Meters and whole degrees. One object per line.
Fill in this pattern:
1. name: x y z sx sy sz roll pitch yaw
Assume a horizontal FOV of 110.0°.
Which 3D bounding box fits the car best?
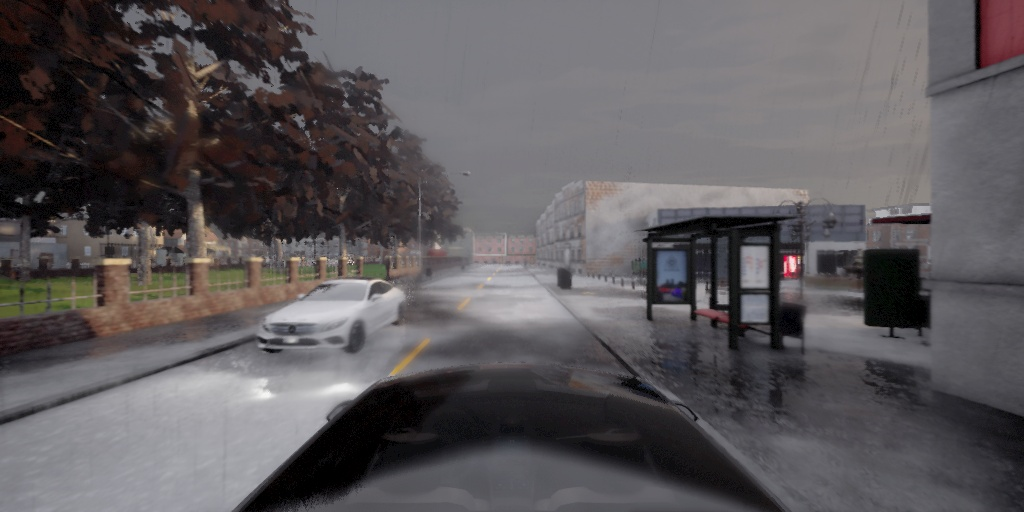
1. car: -4.037 1.278 8.925 1.812 1.442 4.674 0 0 1
